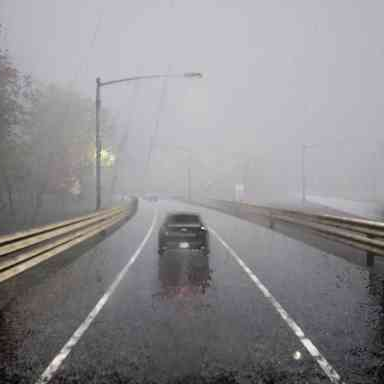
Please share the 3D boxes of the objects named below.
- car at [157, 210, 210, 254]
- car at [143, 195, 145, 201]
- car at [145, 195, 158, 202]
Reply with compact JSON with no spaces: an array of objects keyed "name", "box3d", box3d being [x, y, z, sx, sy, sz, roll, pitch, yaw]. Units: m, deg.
[{"name":"car","box3d":[-0.352,1.495,13.393,1.837,1.490,4.892,0,0,-2]},{"name":"car","box3d":[-10.981,1.357,81.996,2.128,1.511,4.902,0,0,-15]},{"name":"car","box3d":[-8.475,1.416,72.092,1.837,1.490,4.892,0,0,-13]}]
